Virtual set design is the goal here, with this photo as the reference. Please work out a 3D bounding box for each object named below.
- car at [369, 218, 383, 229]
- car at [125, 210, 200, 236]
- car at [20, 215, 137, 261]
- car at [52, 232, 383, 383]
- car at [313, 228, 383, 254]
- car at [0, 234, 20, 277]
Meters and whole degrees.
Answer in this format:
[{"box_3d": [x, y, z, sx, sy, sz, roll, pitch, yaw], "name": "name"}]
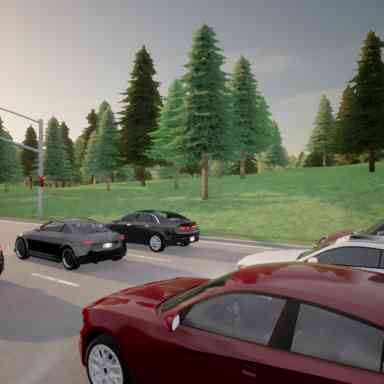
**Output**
[{"box_3d": [5.524, 1.352, 8.647, 4.553, 1.767, 2.097, 0, 0, 36], "name": "car"}, {"box_3d": [-1.951, 1.505, 13.865, 4.892, 1.490, 1.837, 0, 0, 36], "name": "car"}, {"box_3d": [-4.129, 1.564, 11.118, 4.181, 1.385, 1.994, 0, 0, 36], "name": "car"}, {"box_3d": [0.922, 1.478, 3.332, 5.008, 1.535, 1.882, 0, 0, 36], "name": "car"}, {"box_3d": [3.047, 1.526, 6.114, 4.674, 1.442, 1.812, 0, 0, 35], "name": "car"}, {"box_3d": [-6.595, 1.526, 8.590, 4.674, 1.442, 1.812, 0, 0, 36], "name": "car"}]
